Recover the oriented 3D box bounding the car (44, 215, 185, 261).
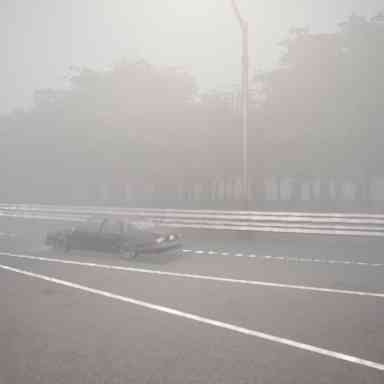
[{"bbox_3d":[-2.931,1.575,12.288,5.357,1.411,2.033,0,0,26],"label":"car"}]
